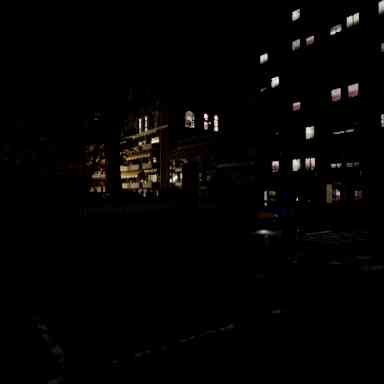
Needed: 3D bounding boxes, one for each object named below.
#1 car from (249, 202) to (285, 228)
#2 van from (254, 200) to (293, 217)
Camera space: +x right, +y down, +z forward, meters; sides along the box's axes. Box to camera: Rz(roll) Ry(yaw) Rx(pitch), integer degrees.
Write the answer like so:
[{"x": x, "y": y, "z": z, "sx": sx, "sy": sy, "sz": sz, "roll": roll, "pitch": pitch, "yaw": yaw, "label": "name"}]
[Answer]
[{"x": 4.086, "y": 1.754, "z": 24.632, "sx": 1.882, "sy": 1.535, "sz": 5.008, "roll": 0, "pitch": -1, "yaw": -37, "label": "car"}, {"x": 7.175, "y": 1.642, "z": 30.215, "sx": 1.690, "sy": 1.788, "sz": 3.998, "roll": -1, "pitch": 0, "yaw": -36, "label": "van"}]
